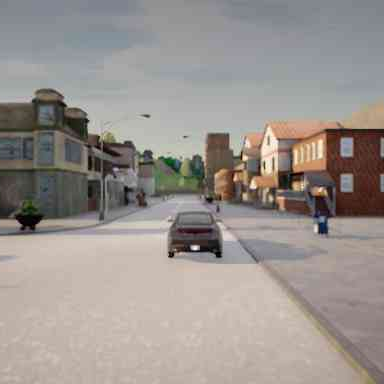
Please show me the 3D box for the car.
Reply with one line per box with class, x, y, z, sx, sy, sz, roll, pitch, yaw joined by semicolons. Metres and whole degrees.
car;0.101;1.472;12.769;1.837;1.490;4.892;0;0;0
